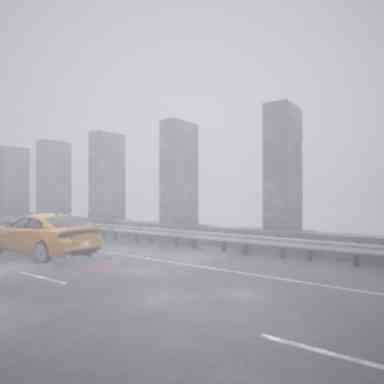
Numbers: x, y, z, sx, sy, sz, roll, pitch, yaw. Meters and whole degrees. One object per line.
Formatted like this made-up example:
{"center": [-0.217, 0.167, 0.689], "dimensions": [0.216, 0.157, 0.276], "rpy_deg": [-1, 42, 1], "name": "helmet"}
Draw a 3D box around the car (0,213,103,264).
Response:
{"center": [-5.417, 1.521, 12.127], "dimensions": [5.008, 1.535, 1.882], "rpy_deg": [0, 0, 35], "name": "car"}
